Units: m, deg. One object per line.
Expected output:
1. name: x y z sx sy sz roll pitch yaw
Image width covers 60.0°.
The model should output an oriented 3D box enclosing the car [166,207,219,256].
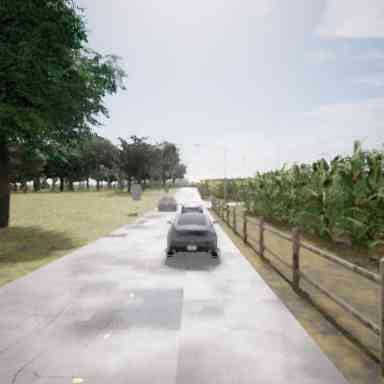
1. car: 0.016 1.597 13.490 1.837 1.490 4.892 0 0 0

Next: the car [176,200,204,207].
1. car: 0.014 1.535 28.456 2.128 1.511 4.902 0 1 0

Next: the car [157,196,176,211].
1. car: -2.772 1.269 38.556 2.097 1.767 4.553 0 1 0
